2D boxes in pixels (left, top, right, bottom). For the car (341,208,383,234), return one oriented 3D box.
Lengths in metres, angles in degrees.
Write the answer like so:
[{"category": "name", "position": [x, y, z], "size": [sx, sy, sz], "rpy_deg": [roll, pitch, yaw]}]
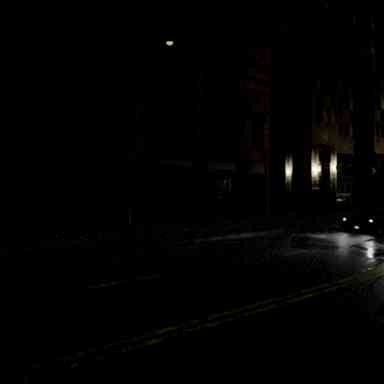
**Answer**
[{"category": "car", "position": [10.717, 1.596, 19.296], "size": [4.718, 1.301, 1.895], "rpy_deg": [0, 0, -35]}]
